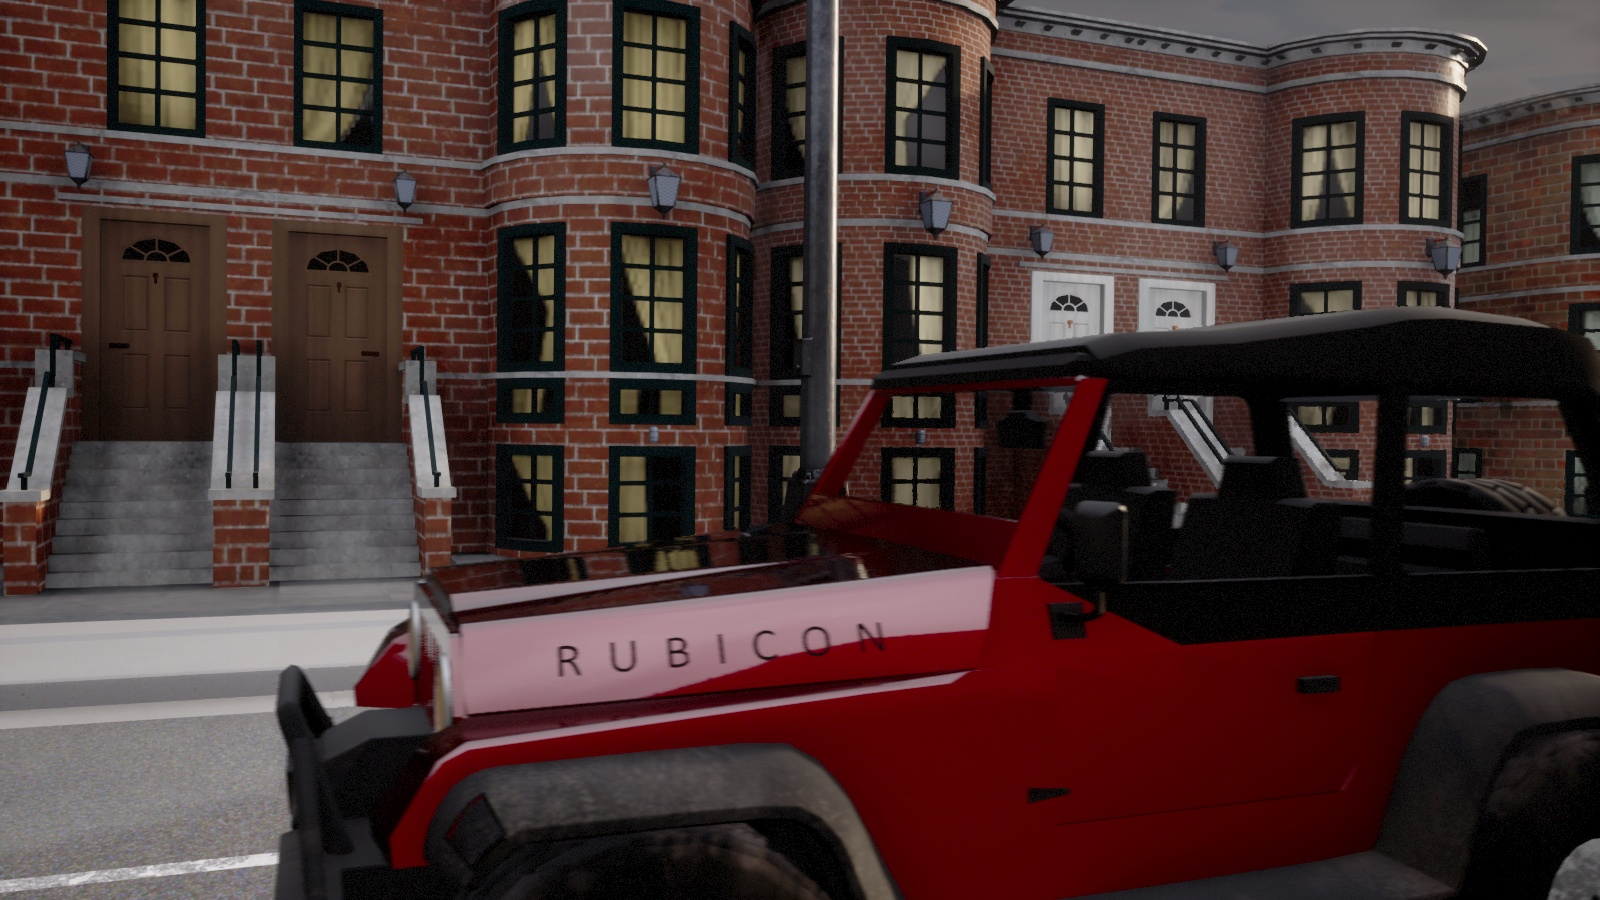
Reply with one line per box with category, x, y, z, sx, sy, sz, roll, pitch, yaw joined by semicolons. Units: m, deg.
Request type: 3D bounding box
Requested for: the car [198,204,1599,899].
car;0.574;0.532;3.469;3.866;1.878;1.905;-1;1;-21
